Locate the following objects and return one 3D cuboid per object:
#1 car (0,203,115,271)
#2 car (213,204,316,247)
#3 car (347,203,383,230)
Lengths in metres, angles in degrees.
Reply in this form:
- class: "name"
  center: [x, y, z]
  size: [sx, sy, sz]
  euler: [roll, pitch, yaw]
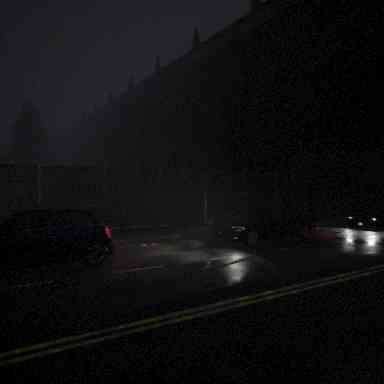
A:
- class: "car"
  center: [-4.615, 1.225, 9.330]
  size: [4.553, 1.767, 2.097]
  euler: [0, 1, -33]
- class: "car"
  center: [3.200, 1.322, 14.375]
  size: [5.008, 1.535, 1.882]
  euler: [0, 1, -33]
- class: "car"
  center: [11.482, 1.361, 19.716]
  size: [5.357, 1.411, 2.033]
  euler: [0, 1, -33]
